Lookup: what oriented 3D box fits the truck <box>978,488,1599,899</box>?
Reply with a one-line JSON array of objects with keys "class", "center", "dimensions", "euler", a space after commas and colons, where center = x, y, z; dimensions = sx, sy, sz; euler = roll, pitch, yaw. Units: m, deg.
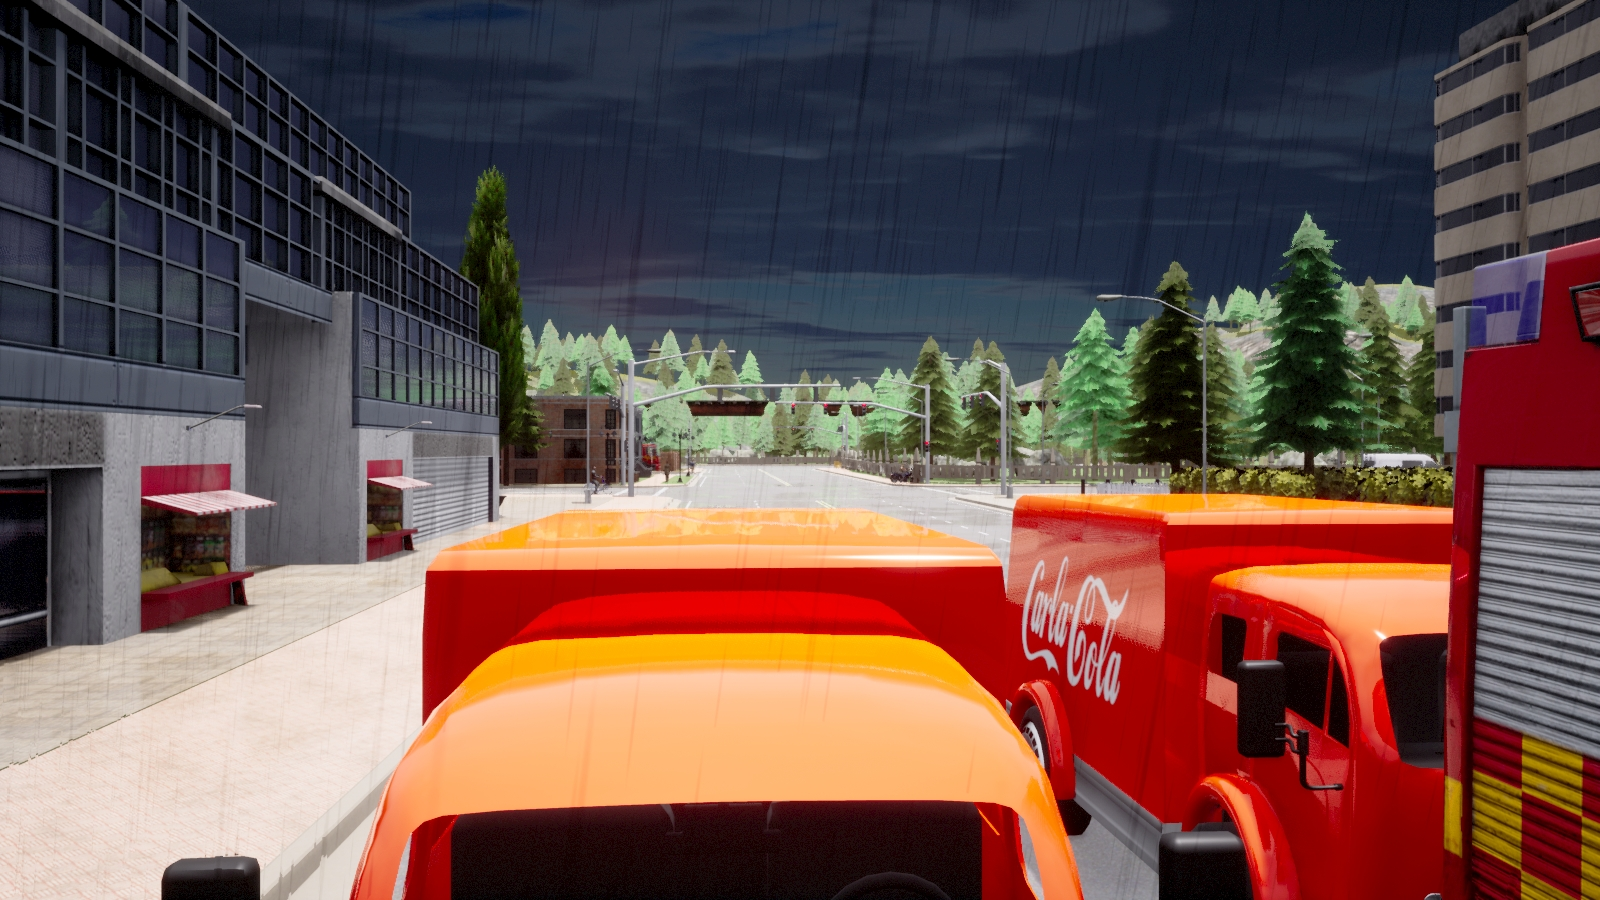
[{"class": "truck", "center": [3.003, 1.568, 7.234], "dimensions": [2.627, 2.467, 5.204], "euler": [0, 0, -4]}]

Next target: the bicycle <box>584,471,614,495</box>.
[{"class": "bicycle", "center": [-12.531, 2.060, 71.198], "dimensions": [1.835, 1.471, 0.329], "euler": [0, 0, -11]}]

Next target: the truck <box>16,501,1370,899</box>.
[{"class": "truck", "center": [-0.347, 1.568, 4.821], "dimensions": [2.627, 2.467, 5.204], "euler": [0, 0, -4]}]

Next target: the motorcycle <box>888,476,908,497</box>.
[{"class": "motorcycle", "center": [5.944, 2.205, 69.519], "dimensions": [0.867, 1.251, 2.209], "euler": [0, 0, -4]}]
